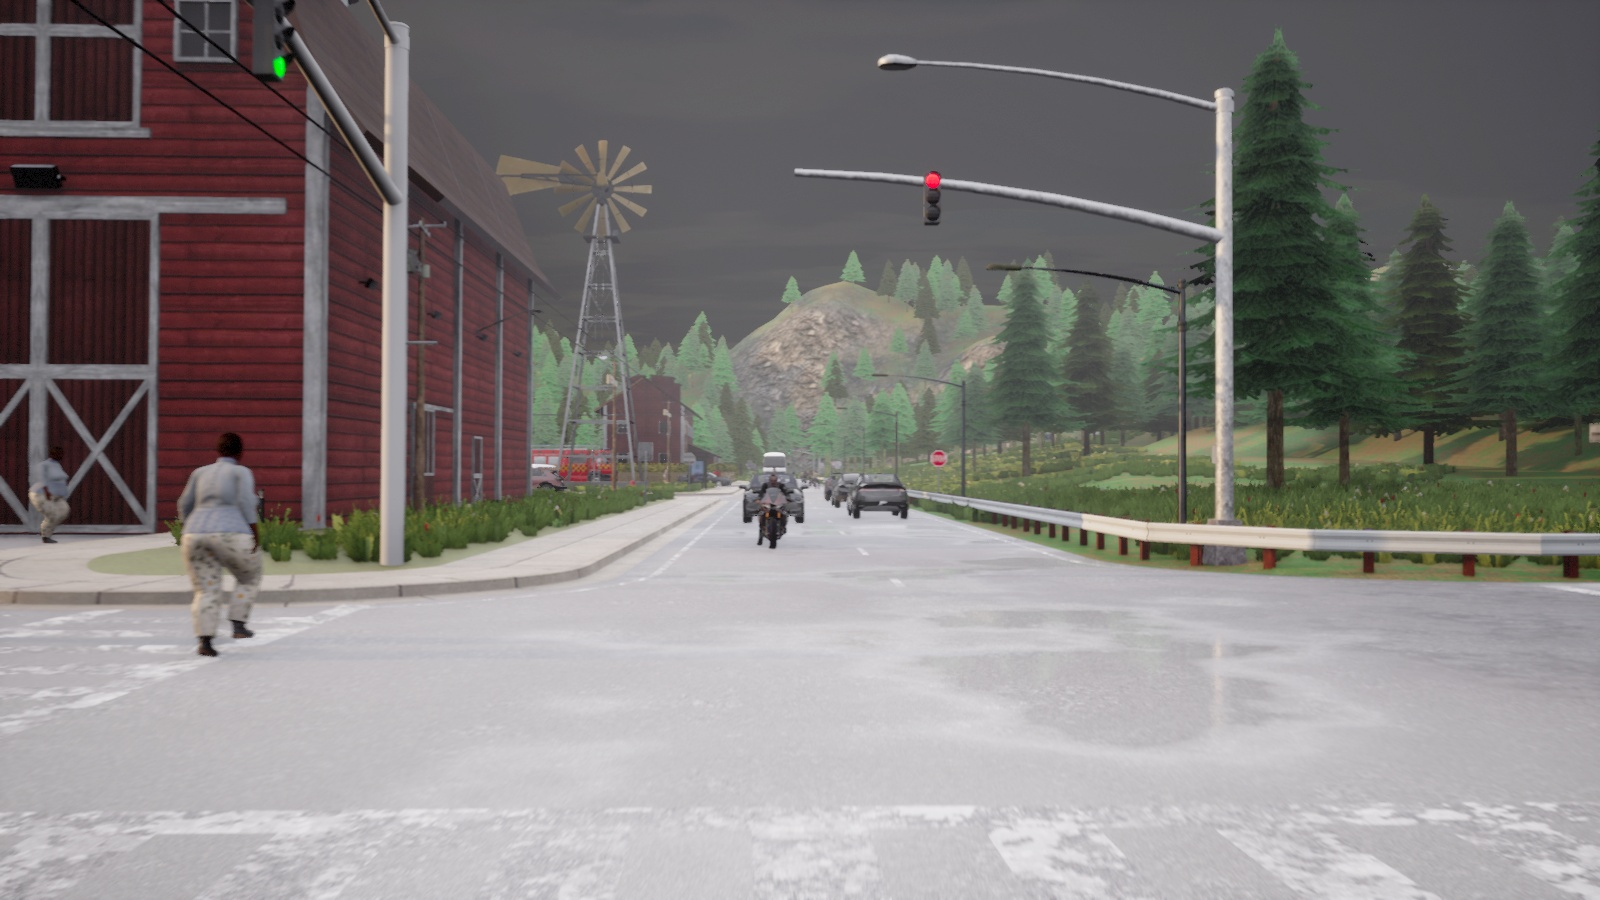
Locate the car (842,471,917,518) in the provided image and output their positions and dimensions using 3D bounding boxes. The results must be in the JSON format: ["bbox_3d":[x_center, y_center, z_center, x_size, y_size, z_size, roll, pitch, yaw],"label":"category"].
[{"bbox_3d":[2.638,1.478,42.799,2.128,1.511,4.902,0,-1,-1],"label":"car"}]

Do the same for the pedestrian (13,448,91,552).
[{"bbox_3d":[-13.650,0.903,22.929,0.900,1.855,0.874,0,-1,-2],"label":"pedestrian"}]

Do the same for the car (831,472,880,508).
[{"bbox_3d":[2.399,1.733,55.091,1.837,1.490,4.892,0,-1,-1],"label":"car"}]

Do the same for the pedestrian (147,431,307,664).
[{"bbox_3d":[-4.750,0.783,10.469,0.874,1.855,0.900,0,-1,5],"label":"pedestrian"}]

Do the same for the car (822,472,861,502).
[{"bbox_3d":[2.179,1.930,66.352,1.845,1.501,3.633,0,-1,-1],"label":"car"}]

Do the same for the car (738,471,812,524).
[{"bbox_3d":[-0.781,1.421,38.650,2.128,1.511,4.902,0,-1,-1],"label":"car"}]

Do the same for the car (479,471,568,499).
[{"bbox_3d":[-16.241,2.045,73.975,4.856,1.649,2.033,0,-1,-2],"label":"car"}]

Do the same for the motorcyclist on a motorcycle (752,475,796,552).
[{"bbox_3d":[-0.535,1.288,26.099,0.866,1.530,2.191,0,-1,-1],"label":"motorcyclist on a motorcycle"}]
